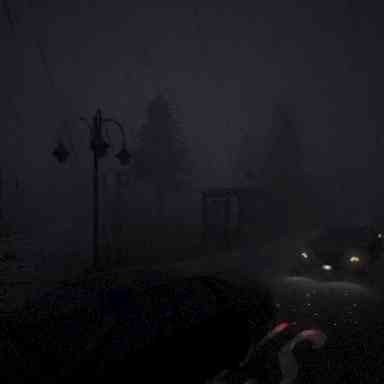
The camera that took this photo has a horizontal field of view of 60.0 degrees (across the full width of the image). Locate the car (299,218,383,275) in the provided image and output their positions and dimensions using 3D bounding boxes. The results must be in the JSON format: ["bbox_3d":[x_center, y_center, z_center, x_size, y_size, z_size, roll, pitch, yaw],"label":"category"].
[{"bbox_3d":[5.600,1.891,11.970,2.033,1.411,5.357,-2,-3,37],"label":"car"}]

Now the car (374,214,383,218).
[{"bbox_3d":[12.024,2.088,20.439,2.033,1.411,5.357,-2,-3,38],"label":"car"}]

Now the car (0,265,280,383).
[{"bbox_3d":[-0.814,1.713,4.032,2.033,1.411,5.357,-3,-3,40],"label":"car"}]
